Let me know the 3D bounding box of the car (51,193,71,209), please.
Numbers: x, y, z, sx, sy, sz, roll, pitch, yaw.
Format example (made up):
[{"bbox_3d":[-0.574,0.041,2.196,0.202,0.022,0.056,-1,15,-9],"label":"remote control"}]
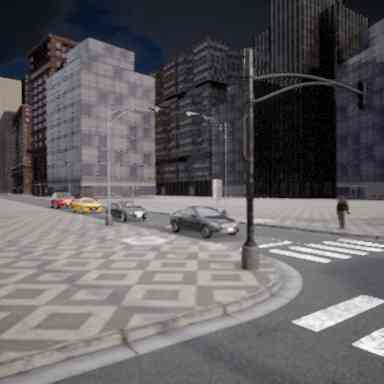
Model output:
[{"bbox_3d":[-16.708,1.099,43.103,2.150,2.045,5.566,-1,1,-34],"label":"car"}]

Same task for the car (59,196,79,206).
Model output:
[{"bbox_3d":[-19.688,1.417,52.956,1.895,1.301,4.718,-1,1,-34],"label":"car"}]

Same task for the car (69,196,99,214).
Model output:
[{"bbox_3d":[-10.924,1.387,34.470,1.882,1.535,5.008,-1,0,-34],"label":"car"}]

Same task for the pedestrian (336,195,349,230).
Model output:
[{"bbox_3d":[7.965,1.069,17.643,0.375,1.860,0.375,0,0,-34],"label":"pedestrian"}]

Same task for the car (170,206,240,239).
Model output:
[{"bbox_3d":[0.516,1.493,17.567,1.812,1.442,4.674,-1,0,-34],"label":"car"}]

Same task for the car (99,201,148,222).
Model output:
[{"bbox_3d":[-5.150,1.430,25.916,2.128,1.511,4.902,-1,0,-34],"label":"car"}]

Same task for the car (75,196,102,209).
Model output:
[{"bbox_3d":[-13.858,1.345,44.410,2.128,1.511,4.902,-1,1,-33],"label":"car"}]
